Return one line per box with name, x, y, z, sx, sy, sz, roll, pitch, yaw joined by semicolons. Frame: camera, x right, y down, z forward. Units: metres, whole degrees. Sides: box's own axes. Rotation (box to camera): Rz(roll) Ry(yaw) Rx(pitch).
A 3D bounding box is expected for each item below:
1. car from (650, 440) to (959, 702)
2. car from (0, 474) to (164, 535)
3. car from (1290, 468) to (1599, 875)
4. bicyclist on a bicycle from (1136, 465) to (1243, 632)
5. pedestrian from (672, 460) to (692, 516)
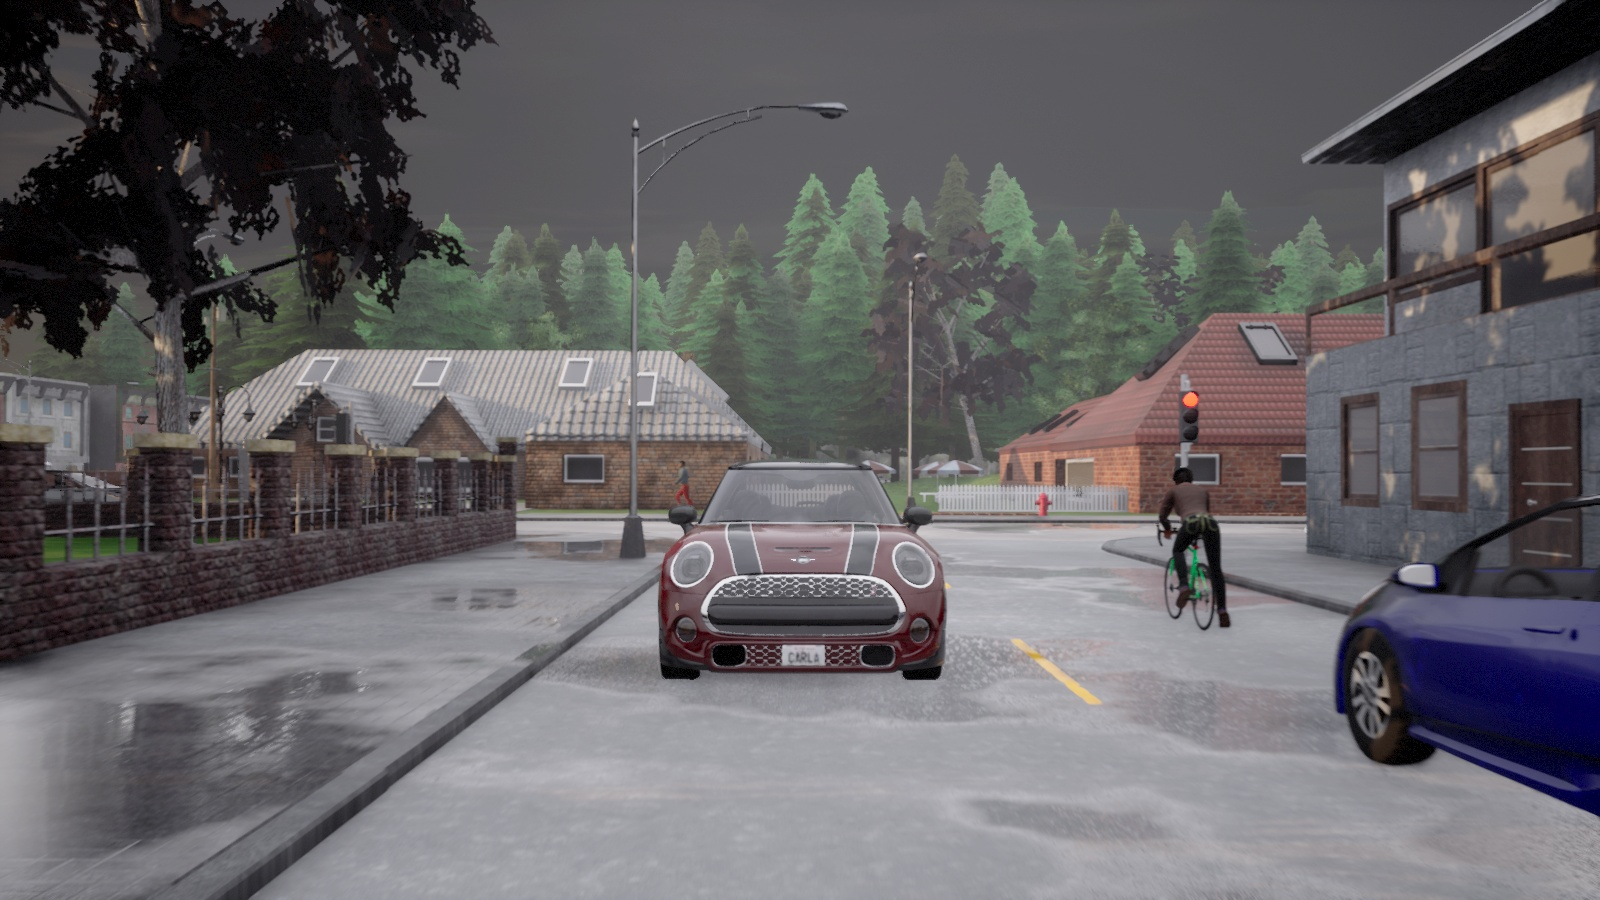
car;0.002;0.861;10.819;2.097;1.767;4.553;0;-1;-1
car;-19.433;1.409;32.915;4.514;1.525;2.007;0;-1;-2
car;4.007;0.840;5.444;2.007;1.525;4.514;0;-1;0
bicyclist on a bicycle;4.019;0.978;13.068;0.582;1.620;1.656;0;-1;0
pedestrian;-3.885;1.256;41.391;0.614;1.847;0.353;0;-1;-2
